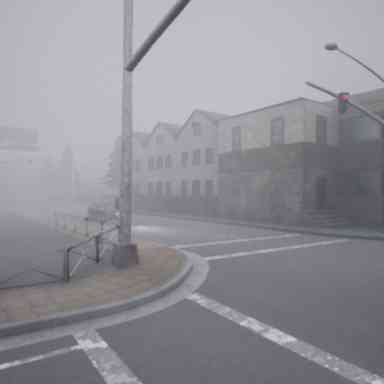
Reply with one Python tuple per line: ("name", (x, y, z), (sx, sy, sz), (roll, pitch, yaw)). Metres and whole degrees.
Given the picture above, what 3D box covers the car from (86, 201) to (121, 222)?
("car", (-6.356, 1.420, 24.827), (2.128, 1.511, 4.902), (1, 0, -35))
